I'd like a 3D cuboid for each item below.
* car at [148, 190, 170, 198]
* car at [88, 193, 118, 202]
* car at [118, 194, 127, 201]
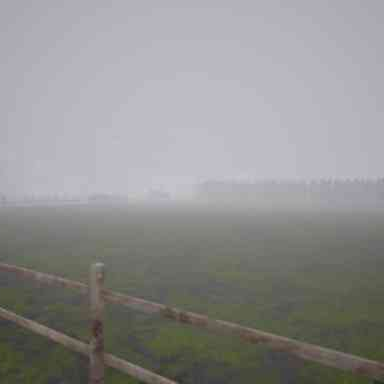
[{"bbox_3d":[-7.110,0.533,72.366,2.150,2.045,5.566,0,0,35],"label":"car"},{"bbox_3d":[-16.118,0.916,59.275,2.097,1.767,4.553,0,0,35],"label":"car"},{"bbox_3d":[-15.146,1.077,65.547,2.033,1.411,5.357,0,0,35],"label":"car"}]
